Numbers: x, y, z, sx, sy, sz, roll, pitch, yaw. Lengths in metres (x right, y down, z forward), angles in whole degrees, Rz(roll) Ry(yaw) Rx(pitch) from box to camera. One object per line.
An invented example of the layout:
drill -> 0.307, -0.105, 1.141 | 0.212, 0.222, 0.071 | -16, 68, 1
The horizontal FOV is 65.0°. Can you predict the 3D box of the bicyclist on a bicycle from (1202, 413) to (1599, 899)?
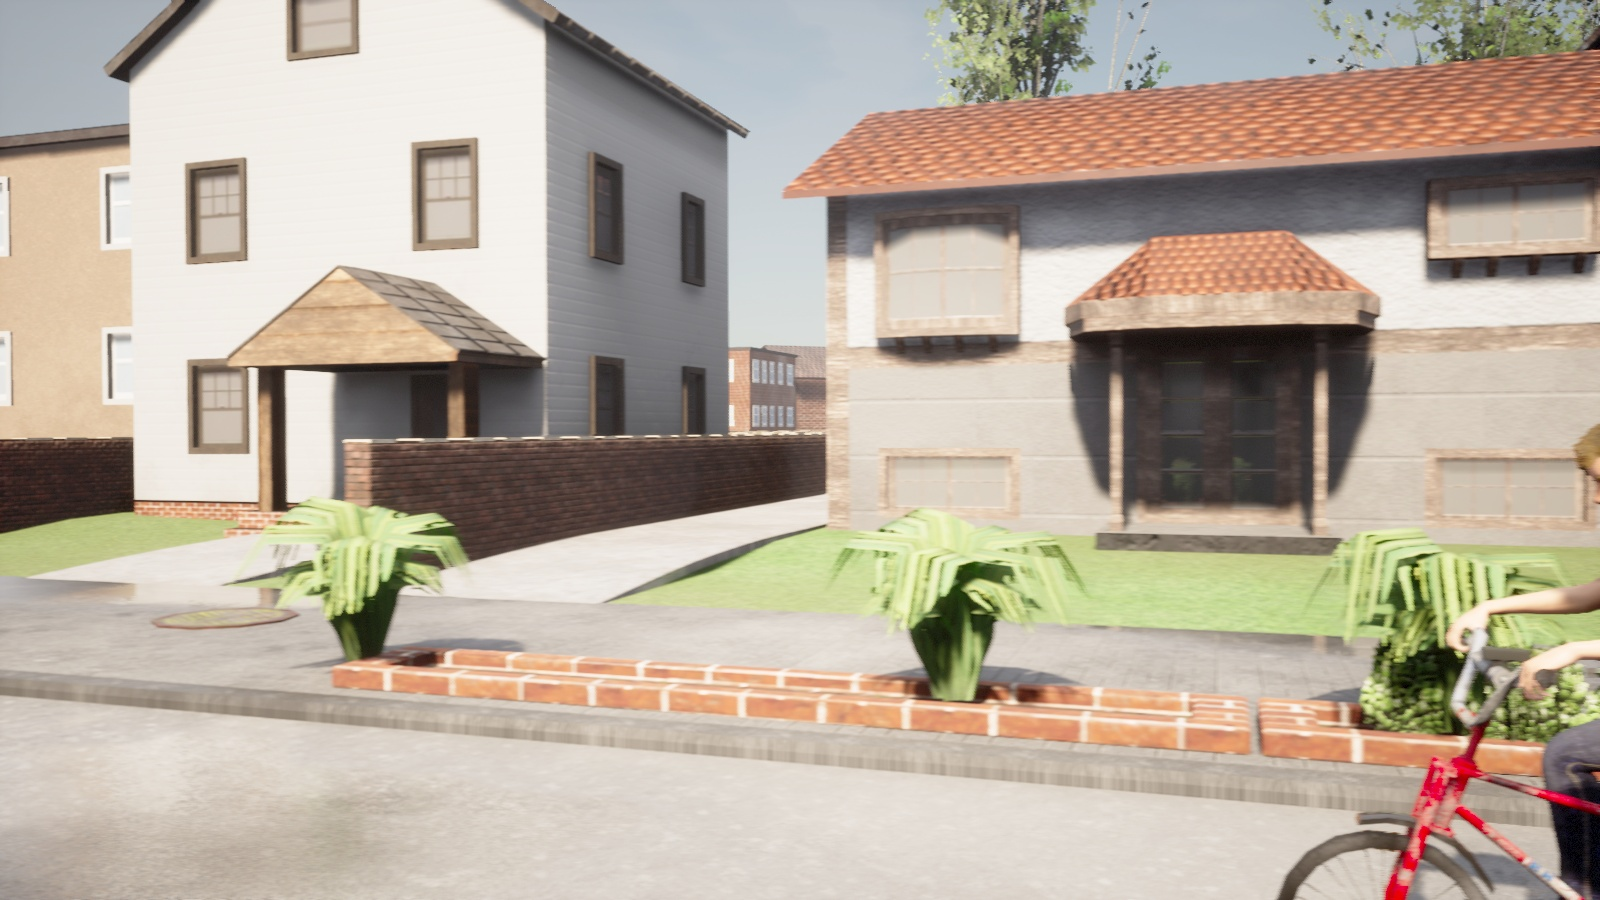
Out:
bicyclist on a bicycle -> 1.799, 0.720, 3.114 | 1.509, 1.612, 0.866 | 1, 1, 19
